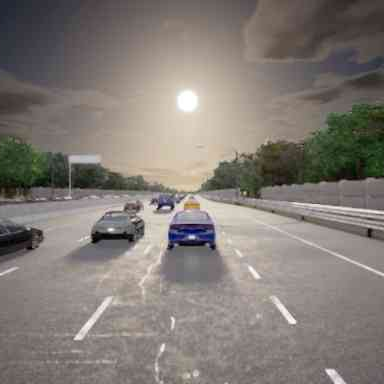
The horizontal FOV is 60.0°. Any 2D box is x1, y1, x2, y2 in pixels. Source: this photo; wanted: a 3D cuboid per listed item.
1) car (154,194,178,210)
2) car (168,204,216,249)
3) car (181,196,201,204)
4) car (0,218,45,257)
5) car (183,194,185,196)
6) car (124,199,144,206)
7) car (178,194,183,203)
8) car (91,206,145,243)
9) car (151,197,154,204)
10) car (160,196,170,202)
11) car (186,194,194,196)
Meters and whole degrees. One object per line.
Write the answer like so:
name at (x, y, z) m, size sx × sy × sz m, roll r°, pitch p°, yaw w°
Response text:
car at (-3.513, 1.338, 46.194) m, size 2.150 × 2.045 × 5.566 m, roll 0°, pitch 0°, yaw 0°
car at (-0.003, 1.512, 14.685) m, size 1.882 × 1.535 × 5.008 m, roll 0°, pitch 0°, yaw 0°
car at (-0.011, 1.573, 38.474) m, size 1.882 × 1.535 × 5.008 m, roll 0°, pitch 0°, yaw 0°
car at (-7.005, 1.573, 11.316) m, size 2.033 × 1.411 × 5.357 m, roll 0°, pitch 0°, yaw 0°
car at (-3.526, 1.760, 93.772) m, size 1.837 × 1.490 × 4.892 m, roll 0°, pitch 0°, yaw 0°
car at (-7.012, 1.625, 40.204) m, size 1.812 × 1.442 × 4.674 m, roll 0°, pitch 0°, yaw 0°
car at (-3.520, 1.743, 71.624) m, size 1.994 × 1.385 × 4.181 m, roll 0°, pitch 0°, yaw 0°
car at (-3.504, 1.602, 16.391) m, size 1.994 × 1.385 × 4.181 m, roll 0°, pitch 0°, yaw 0°
car at (-7.016, 1.678, 65.701) m, size 1.837 × 1.490 × 4.892 m, roll 0°, pitch 0°, yaw 0°
car at (-7.024, 1.763, 86.997) m, size 2.128 × 1.511 × 4.902 m, roll 0°, pitch 0°, yaw 0°
car at (-0.024, 1.836, 87.809) m, size 1.895 × 1.301 × 4.718 m, roll 0°, pitch 0°, yaw 0°
